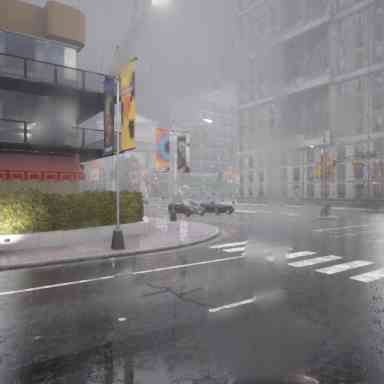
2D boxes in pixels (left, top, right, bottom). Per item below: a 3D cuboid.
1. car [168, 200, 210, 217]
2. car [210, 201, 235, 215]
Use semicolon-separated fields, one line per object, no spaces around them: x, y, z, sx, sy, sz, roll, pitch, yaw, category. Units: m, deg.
-0.624;1.526;32.087;1.812;1.442;4.674;0;0;-35;car
2.227;1.601;34.117;1.895;1.301;4.718;0;0;-35;car
